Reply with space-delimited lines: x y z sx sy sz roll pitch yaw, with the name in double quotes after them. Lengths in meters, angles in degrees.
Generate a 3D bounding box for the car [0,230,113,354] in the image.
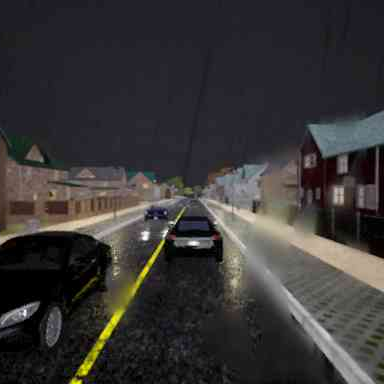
-2.806 1.517 6.283 1.812 1.442 4.674 0 0 2 "car"

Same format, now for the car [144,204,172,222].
-2.643 1.612 26.688 1.895 1.301 4.718 0 0 1 "car"

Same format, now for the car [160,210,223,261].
0.063 1.574 12.383 1.994 1.385 4.181 0 0 0 "car"

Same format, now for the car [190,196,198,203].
0.441 1.734 75.867 2.033 1.411 5.357 0 0 0 "car"

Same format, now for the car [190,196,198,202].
0.503 1.793 86.447 1.895 1.301 4.718 0 0 0 "car"
